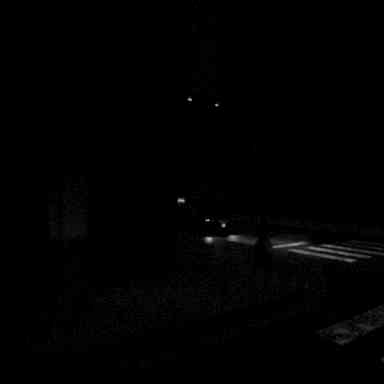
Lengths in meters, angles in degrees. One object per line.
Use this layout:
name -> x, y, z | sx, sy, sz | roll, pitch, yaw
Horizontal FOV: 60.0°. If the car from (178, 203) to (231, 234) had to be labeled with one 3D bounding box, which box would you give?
car -> 0.123, 1.401, 18.665 | 2.128, 1.511, 4.902 | 0, 0, -37
